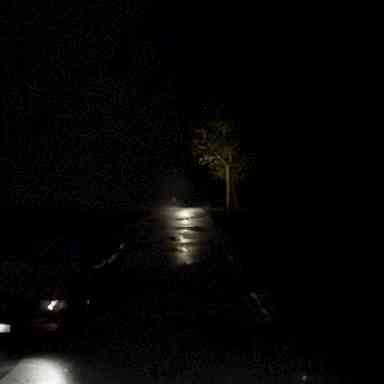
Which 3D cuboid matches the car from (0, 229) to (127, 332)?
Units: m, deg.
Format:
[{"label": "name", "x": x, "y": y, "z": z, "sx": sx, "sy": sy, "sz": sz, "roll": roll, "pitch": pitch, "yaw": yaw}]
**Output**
[{"label": "car", "x": -2.755, "y": 1.591, "z": 7.453, "sx": 2.033, "sy": 1.411, "sz": 5.357, "roll": 0, "pitch": 0, "yaw": 0}]
